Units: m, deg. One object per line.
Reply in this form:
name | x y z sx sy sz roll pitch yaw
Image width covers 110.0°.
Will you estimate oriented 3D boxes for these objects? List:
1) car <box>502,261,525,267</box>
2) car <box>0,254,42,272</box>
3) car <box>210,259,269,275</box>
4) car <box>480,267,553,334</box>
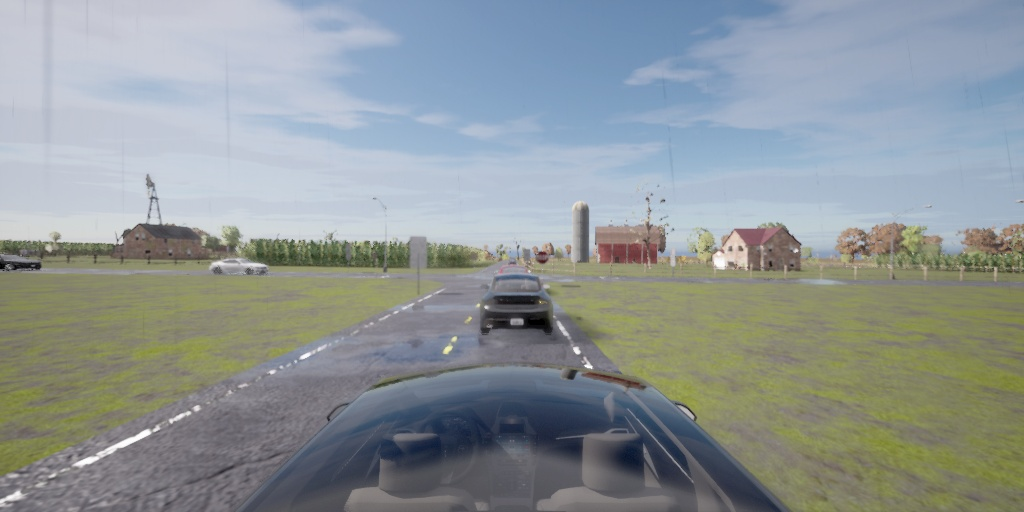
car | 0.064 1.231 20.447 1.882 1.535 5.008 0 0 -2
car | -45.917 0.591 32.541 5.008 1.535 1.882 1 1 0
car | -24.707 0.962 32.540 4.674 1.442 1.812 1 1 0
car | 0.113 1.255 10.612 1.837 1.490 4.892 0 0 0
